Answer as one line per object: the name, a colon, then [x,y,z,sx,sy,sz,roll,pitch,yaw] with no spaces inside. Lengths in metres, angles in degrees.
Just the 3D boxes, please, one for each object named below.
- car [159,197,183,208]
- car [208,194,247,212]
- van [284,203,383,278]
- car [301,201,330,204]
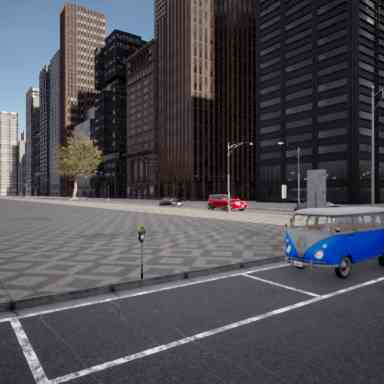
car: [-3.235,1.596,50.649,2.128,1.511,4.902,0,0,-35]
car: [4.177,1.298,40.302,2.150,2.045,5.566,0,0,-36]
van: [4.463,1.341,9.836,3.998,1.788,1.690,0,0,-36]
car: [11.621,1.536,29.958,2.128,1.511,4.902,0,0,-36]
